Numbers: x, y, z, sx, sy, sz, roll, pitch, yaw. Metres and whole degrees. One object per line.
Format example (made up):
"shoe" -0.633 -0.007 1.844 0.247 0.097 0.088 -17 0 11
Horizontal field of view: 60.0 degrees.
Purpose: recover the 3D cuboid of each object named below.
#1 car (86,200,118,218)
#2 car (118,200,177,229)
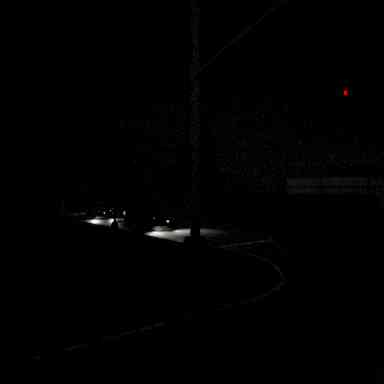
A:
"car" -8.386 1.505 30.084 1.837 1.490 4.892 0 0 -26
"car" -2.860 1.505 21.838 1.837 1.490 4.892 0 0 -36
